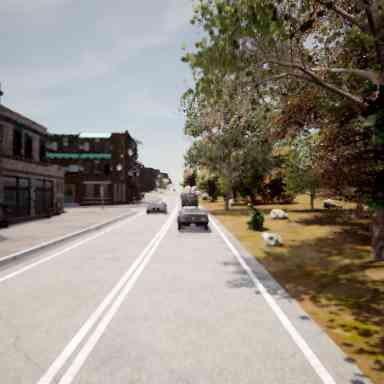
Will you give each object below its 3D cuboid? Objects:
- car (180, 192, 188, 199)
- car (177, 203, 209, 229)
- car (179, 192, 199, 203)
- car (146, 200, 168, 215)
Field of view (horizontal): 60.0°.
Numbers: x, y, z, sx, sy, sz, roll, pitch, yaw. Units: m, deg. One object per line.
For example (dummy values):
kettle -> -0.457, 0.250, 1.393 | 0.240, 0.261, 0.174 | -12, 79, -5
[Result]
car -> -2.051, 0.880, 82.746 | 1.837, 1.490, 4.892 | 0, 1, -3
car -> 0.033, 1.591, 21.266 | 1.895, 1.301, 4.718 | 0, 0, -1
car -> -0.321, 1.165, 42.734 | 2.150, 2.045, 5.566 | 0, 0, -1
car -> -3.474, 1.532, 33.709 | 1.994, 1.385, 4.181 | 0, 0, -1
